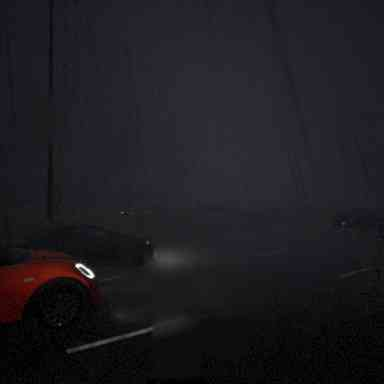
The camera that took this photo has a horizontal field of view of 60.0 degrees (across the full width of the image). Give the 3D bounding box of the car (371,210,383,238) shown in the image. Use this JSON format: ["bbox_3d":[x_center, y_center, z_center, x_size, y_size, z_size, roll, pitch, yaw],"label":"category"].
[{"bbox_3d":[11.623,1.655,17.606,5.008,1.535,1.882,1,0,-41],"label":"car"}]

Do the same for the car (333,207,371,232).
[{"bbox_3d":[10.876,1.729,21.617,4.674,1.442,1.812,1,-1,-42],"label":"car"}]

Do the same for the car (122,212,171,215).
[{"bbox_3d":[-3.555,1.787,27.842,4.718,1.301,1.895,1,-1,-40],"label":"car"}]

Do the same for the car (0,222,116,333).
[{"bbox_3d":[-3.850,1.375,5.390,4.553,1.767,2.097,1,-1,-35],"label":"car"}]

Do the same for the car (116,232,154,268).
[{"bbox_3d":[-3.267,1.623,10.137,4.181,1.385,1.994,1,0,-36],"label":"car"}]

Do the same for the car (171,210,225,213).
[{"bbox_3d":[1.238,1.751,27.323,5.357,1.411,2.033,1,-1,-41],"label":"car"}]
